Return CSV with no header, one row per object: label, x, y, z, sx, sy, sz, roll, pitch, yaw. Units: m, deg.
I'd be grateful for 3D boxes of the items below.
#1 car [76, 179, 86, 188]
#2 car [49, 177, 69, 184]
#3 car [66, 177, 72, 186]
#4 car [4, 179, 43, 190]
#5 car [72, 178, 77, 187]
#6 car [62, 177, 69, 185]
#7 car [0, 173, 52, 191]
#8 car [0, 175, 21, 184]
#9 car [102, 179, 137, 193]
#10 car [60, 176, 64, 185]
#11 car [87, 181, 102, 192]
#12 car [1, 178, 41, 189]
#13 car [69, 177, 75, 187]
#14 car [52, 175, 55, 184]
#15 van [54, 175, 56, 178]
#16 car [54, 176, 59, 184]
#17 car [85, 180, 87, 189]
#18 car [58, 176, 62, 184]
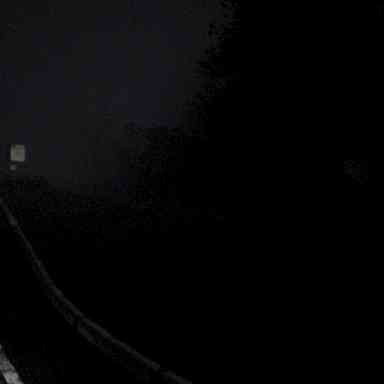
car,-17.986,-1.279,61.211,4.892,1.521,2.231,2,2,-33
car,-34.878,-3.048,87.365,4.553,1.767,2.185,1,2,-33
car,-22.544,-1.695,68.340,4.792,1.488,2.163,2,2,-33
car,-23.906,-1.068,47.208,4.674,1.452,2.002,1,2,-33
car,-19.515,-1.428,63.581,5.008,1.535,2.097,1,2,-33
car,-24.159,-1.881,70.800,5.008,1.535,2.097,1,2,-33
car,-22.385,-1.215,44.814,5.566,2.045,2.435,1,2,-33
car,-39.164,-2.715,70.937,4.553,1.767,2.185,1,2,-33
car,-10.379,-0.684,49.321,4.553,1.767,2.185,1,3,-33
car,-25.695,-2.030,73.164,5.008,1.535,2.097,2,2,-33
car,-13.473,-1.097,54.188,5.566,2.045,2.435,1,2,-33
car,-25.437,-1.254,49.578,5.008,1.535,2.097,1,2,-33
car,-21.043,-1.577,65.951,5.008,1.535,2.097,2,2,-33
car,-31.730,-2.617,82.545,4.892,1.521,2.231,1,2,-33
van,-30.099,-2.692,80.225,4.442,1.987,1.878,1,2,-33
car,-28.743,-2.327,77.909,5.008,1.535,2.097,1,2,-33
car,-14.917,-0.984,56.480,4.892,1.521,2.231,1,2,-33
car,-27.188,-2.303,75.549,4.553,1.767,2.185,1,2,-33
